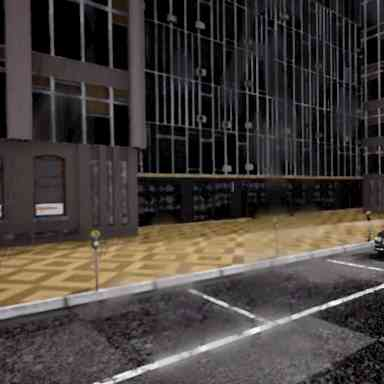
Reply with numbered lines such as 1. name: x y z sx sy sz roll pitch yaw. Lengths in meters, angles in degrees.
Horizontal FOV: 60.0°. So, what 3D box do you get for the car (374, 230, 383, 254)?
1. car: 8.271 1.505 12.004 4.403 1.369 2.008 0 -1 -35
